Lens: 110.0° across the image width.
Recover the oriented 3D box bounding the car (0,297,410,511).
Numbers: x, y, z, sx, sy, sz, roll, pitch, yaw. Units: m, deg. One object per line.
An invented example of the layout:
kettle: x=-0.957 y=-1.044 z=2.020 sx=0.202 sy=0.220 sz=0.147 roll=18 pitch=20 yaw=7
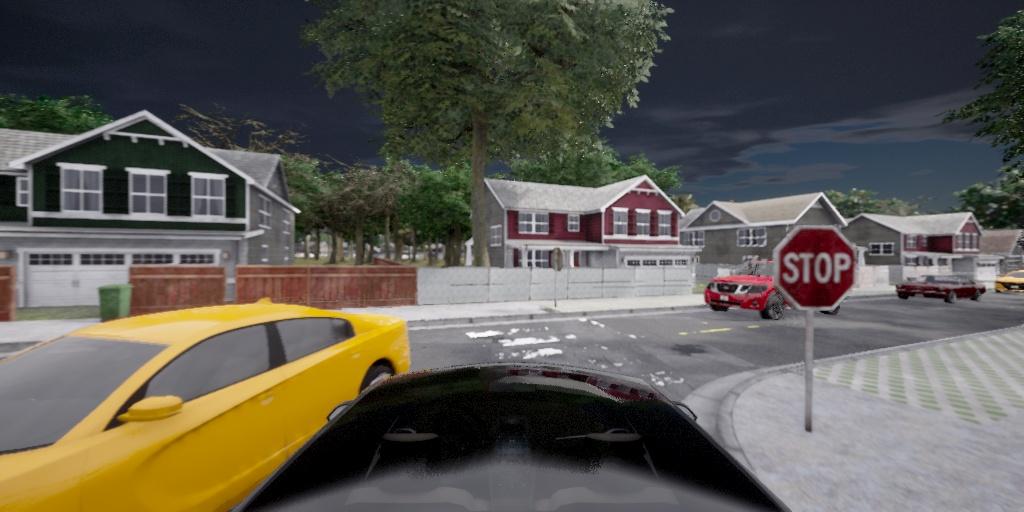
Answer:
car: x=-2.766 y=1.206 z=2.931 sx=1.882 sy=1.535 sz=5.008 roll=-1 pitch=0 yaw=15

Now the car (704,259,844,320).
car: x=9.843 y=1.115 z=13.393 sx=5.566 sy=2.045 sz=2.150 roll=1 pitch=0 yaw=-23

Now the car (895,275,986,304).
car: x=22.160 y=1.658 z=18.578 sx=4.718 sy=1.301 sz=1.895 roll=1 pitch=0 yaw=-23

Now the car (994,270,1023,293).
car: x=33.908 y=1.682 z=23.492 sx=5.008 sy=1.535 sz=1.882 roll=0 pitch=0 yaw=-22
